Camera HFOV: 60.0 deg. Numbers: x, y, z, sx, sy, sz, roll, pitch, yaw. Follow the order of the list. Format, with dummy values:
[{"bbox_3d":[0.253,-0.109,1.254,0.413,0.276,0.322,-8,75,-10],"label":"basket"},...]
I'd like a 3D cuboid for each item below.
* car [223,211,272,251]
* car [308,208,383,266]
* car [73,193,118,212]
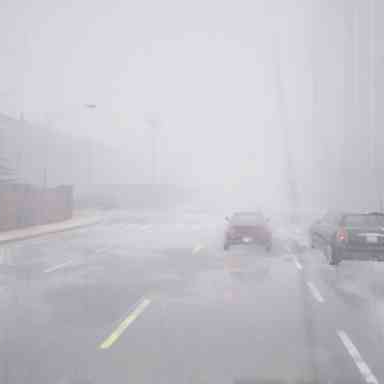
[{"bbox_3d":[2.344,1.510,14.047,1.812,1.442,4.674,0,0,10],"label":"car"},{"bbox_3d":[5.484,1.369,11.608,2.097,1.767,4.553,0,0,9],"label":"car"},{"bbox_3d":[-10.917,1.099,36.627,5.566,2.045,2.150,1,0,10],"label":"car"}]
